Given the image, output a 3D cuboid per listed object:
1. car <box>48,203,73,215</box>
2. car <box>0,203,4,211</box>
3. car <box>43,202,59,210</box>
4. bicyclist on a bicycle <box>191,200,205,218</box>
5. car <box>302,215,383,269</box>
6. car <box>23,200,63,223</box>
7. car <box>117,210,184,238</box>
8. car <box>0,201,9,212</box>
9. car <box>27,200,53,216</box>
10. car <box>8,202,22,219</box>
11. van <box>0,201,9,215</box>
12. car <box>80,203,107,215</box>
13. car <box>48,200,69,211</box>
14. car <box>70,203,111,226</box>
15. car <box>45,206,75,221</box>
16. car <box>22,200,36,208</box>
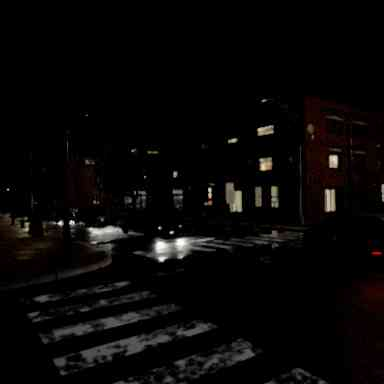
[{"bbox_3d":[-18.927,2.368,47.638,2.033,1.411,5.357,-1,0,-35],"label":"car"},{"bbox_3d":[-36.531,2.854,62.119,1.752,1.417,4.829,-2,0,-36],"label":"car"},{"bbox_3d":[-26.694,2.618,62.823,1.752,1.417,4.829,-2,0,-36],"label":"car"},{"bbox_3d":[0.532,1.551,30.270,1.656,1.620,0.582,-2,0,-36],"label":"bicyclist on a bicycle"},{"bbox_3d":[5.215,1.474,10.845,1.812,1.442,4.674,0,0,-2],"label":"car"},{"bbox_3d":[-13.564,1.908,30.239,2.192,1.841,5.009,-2,0,-36],"label":"car"},{"bbox_3d":[-2.654,1.817,19.813,2.033,1.411,5.357,-1,0,-36],"label":"car"},{"bbox_3d":[-33.391,2.543,57.774,2.192,1.841,5.009,-2,0,-36],"label":"car"},{"bbox_3d":[-20.402,2.060,44.376,2.150,2.045,5.566,-1,0,-35],"label":"car"},{"bbox_3d":[-19.981,2.240,39.254,1.967,1.590,4.097,-2,0,-36],"label":"car"},{"bbox_3d":[-26.896,2.362,48.812,1.690,1.788,3.998,-2,0,-36],"label":"van"},{"bbox_3d":[-13.164,2.212,44.173,2.008,1.369,4.403,-2,0,-36],"label":"car"},{"bbox_3d":[-23.355,2.301,58.204,2.192,1.841,5.009,-2,0,-36],"label":"car"},{"bbox_3d":[-8.399,1.945,27.728,2.128,1.511,4.902,-1,0,-36],"label":"car"},{"bbox_3d":[-14.288,2.243,35.869,1.895,1.301,4.718,-1,0,-36],"label":"car"},{"bbox_3d":[-39.590,2.820,80.608,2.192,1.841,5.009,-2,0,-36],"label":"car"}]
